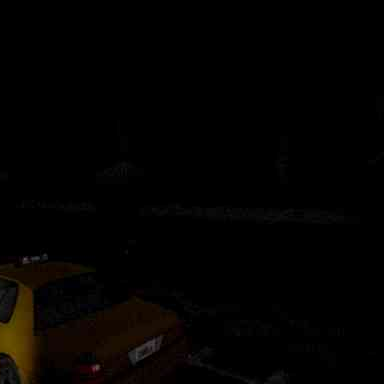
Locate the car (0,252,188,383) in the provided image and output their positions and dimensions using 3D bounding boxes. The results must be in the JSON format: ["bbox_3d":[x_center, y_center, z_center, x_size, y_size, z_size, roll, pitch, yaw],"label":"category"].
[{"bbox_3d":[-2.333,1.524,4.625,4.829,1.417,1.752,0,0,35],"label":"car"}]
